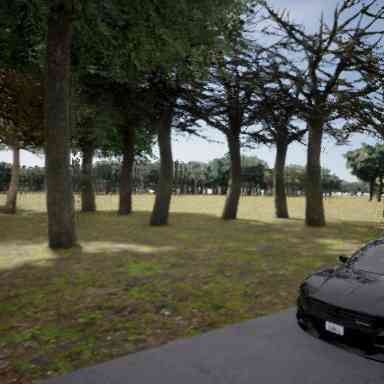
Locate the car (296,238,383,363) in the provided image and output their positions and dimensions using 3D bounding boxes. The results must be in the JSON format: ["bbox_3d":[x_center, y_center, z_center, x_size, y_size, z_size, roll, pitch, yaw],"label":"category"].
[{"bbox_3d":[3.925,1.571,5.862,5.008,1.535,1.882,1,-1,-35],"label":"car"}]
